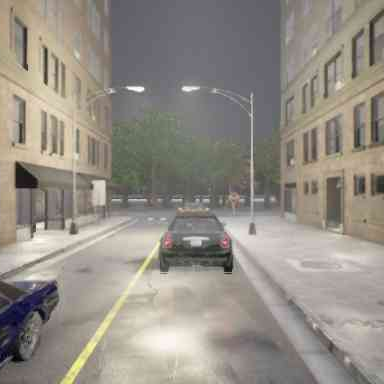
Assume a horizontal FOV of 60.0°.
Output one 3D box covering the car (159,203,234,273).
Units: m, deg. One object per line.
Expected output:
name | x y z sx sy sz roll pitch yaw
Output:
car | 0.116 1.423 11.120 2.097 1.767 4.553 0 0 0

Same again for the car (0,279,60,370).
car | -3.087 1.622 3.184 1.895 1.301 4.718 0 0 0
